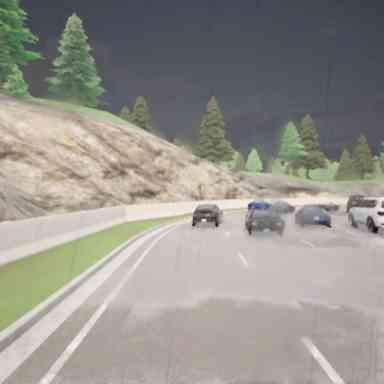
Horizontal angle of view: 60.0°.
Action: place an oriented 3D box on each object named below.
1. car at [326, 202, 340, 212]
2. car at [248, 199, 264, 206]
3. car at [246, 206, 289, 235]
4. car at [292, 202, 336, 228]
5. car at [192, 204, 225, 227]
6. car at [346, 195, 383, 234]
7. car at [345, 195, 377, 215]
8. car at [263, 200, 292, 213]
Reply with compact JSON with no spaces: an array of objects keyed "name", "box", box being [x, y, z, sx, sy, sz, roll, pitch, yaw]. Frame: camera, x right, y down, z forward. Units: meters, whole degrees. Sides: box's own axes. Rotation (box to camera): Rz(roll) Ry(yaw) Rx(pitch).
[{"name":"car","box":[16.164,1.790,39.564,1.895,1.301,4.718,0,0,38]},{"name":"car","box":[8.559,1.675,41.223,1.882,1.535,5.008,0,0,33]},{"name":"car","box":[4.124,1.694,19.368,1.895,1.301,4.718,0,0,7]},{"name":"car","box":[8.473,1.676,23.452,1.994,1.385,4.181,0,0,12]},{"name":"car","box":[1.249,1.620,24.149,1.837,1.490,4.892,-1,0,11]},{"name":"car","box":[11.301,1.319,20.050,2.150,2.045,5.566,0,0,8]},{"name":"car","box":[19.379,1.402,38.050,2.150,2.045,5.566,-1,-1,39]},{"name":"car","box":[10.007,1.723,36.765,2.033,1.411,5.357,0,0,31]}]
